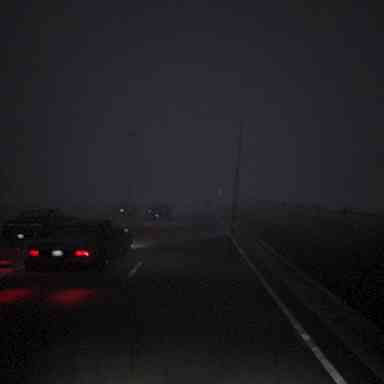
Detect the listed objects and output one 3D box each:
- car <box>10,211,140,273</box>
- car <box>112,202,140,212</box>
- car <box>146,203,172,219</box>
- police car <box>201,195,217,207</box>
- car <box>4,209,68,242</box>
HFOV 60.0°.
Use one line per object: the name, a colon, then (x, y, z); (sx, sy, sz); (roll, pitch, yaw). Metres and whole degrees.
car: (-3.281, 1.570, 10.741); (2.033, 1.411, 5.357); (0, 0, 1)
car: (-6.252, 1.629, 31.923); (1.994, 1.385, 4.181); (0, 0, 2)
car: (-2.812, 1.662, 29.701); (1.895, 1.301, 4.718); (0, 0, 2)
police car: (2.420, 1.533, 52.565); (1.930, 1.638, 5.238); (0, 0, 2)
car: (-6.671, 1.523, 15.502); (2.128, 1.511, 4.902); (0, 0, 1)
